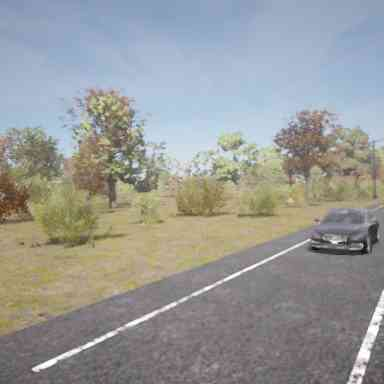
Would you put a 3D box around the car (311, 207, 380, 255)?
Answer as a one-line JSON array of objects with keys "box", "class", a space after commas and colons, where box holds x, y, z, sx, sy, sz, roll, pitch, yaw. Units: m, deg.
[{"box": [6.053, 1.374, 12.907, 1.837, 1.490, 4.892, -2, 0, 35], "class": "car"}]
